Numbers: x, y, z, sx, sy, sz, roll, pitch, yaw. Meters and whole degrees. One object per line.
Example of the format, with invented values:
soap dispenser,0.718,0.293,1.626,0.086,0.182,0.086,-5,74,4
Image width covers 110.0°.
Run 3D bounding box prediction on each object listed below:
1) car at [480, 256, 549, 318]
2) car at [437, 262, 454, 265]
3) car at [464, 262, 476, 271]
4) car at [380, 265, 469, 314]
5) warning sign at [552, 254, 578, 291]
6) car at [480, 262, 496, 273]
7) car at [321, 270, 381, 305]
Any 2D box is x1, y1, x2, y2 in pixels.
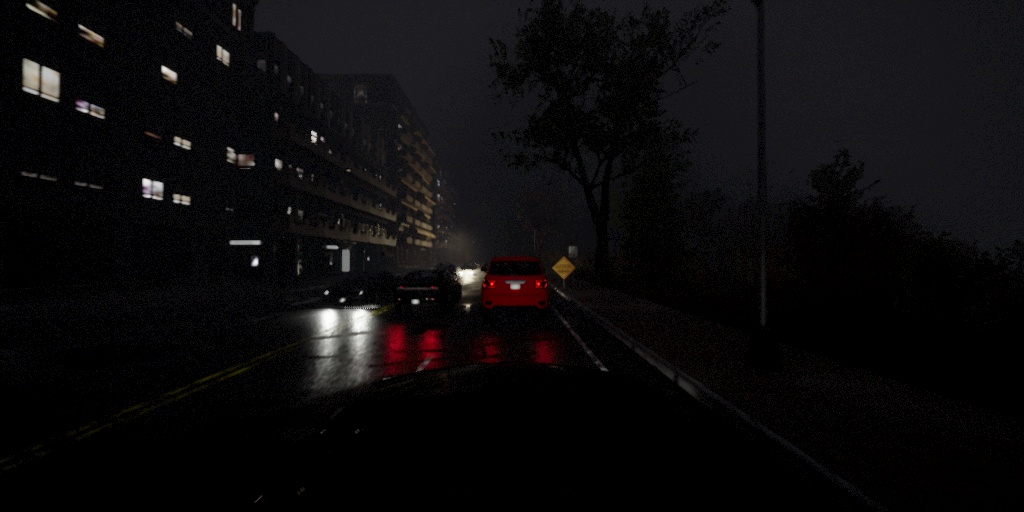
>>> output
car,0.097,1.014,13.293,2.150,2.045,5.566,0,0,0
car,-6.605,1.365,35.445,2.128,1.511,4.902,0,0,0
car,-6.518,1.612,53.826,1.895,1.301,4.718,0,0,0
car,-3.154,1.286,14.138,2.128,1.511,4.902,0,0,0
warning sign,2.844,0.931,19.611,1.300,1.860,1.060,0,0,0
car,-3.267,1.491,49.263,1.994,1.385,4.181,0,0,0
car,-6.606,1.351,16.635,2.033,1.411,5.357,0,0,0
